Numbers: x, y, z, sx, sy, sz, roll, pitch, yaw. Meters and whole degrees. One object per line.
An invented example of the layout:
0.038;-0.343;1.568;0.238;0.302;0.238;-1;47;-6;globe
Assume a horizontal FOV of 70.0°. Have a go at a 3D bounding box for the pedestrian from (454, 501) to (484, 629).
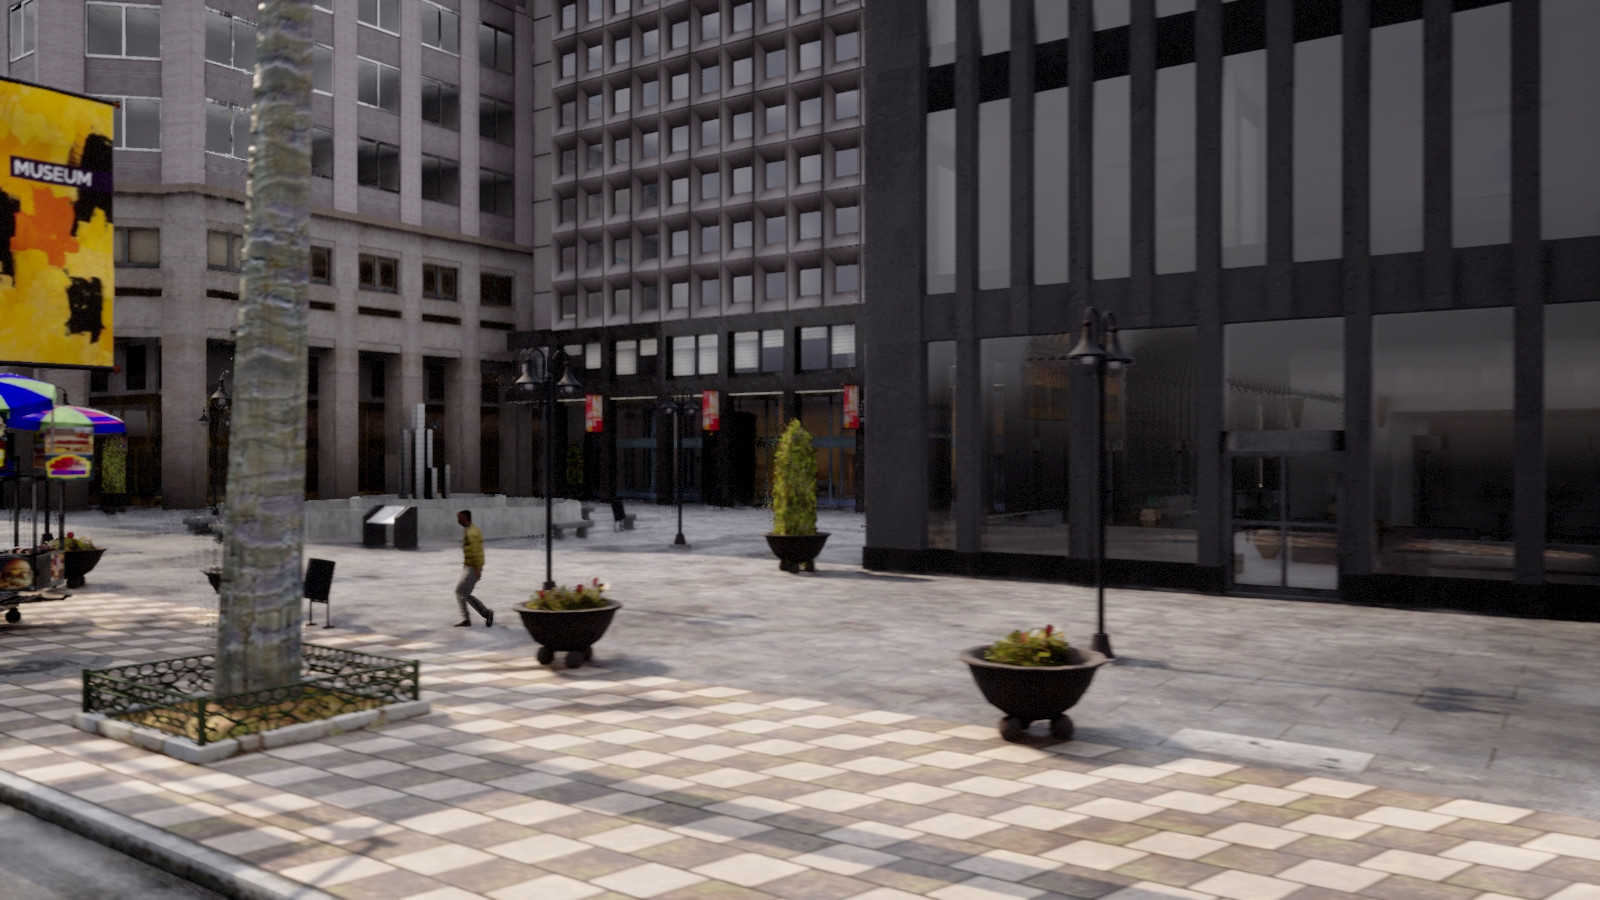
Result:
-4.914;1.701;16.977;0.375;1.860;0.375;0;0;-6;pedestrian
